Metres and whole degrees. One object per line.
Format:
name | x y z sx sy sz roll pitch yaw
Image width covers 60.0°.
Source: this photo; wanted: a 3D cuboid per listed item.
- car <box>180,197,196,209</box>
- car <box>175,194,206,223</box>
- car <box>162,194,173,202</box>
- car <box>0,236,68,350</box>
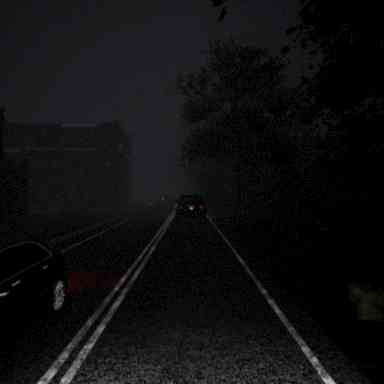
car | -0.577 1.447 45.000 2.033 1.411 5.357 0 0 -2
car | -0.089 1.186 25.306 2.150 2.045 5.566 0 0 -1
car | -4.766 1.205 65.245 1.837 1.490 4.892 0 1 -2
car | -3.359 1.502 4.757 1.837 1.490 4.892 0 0 0
